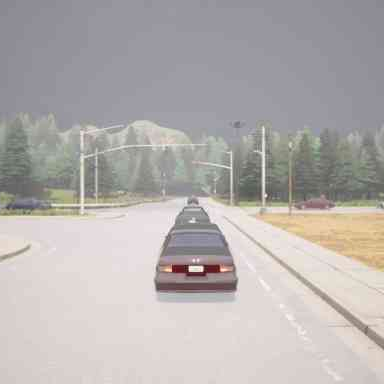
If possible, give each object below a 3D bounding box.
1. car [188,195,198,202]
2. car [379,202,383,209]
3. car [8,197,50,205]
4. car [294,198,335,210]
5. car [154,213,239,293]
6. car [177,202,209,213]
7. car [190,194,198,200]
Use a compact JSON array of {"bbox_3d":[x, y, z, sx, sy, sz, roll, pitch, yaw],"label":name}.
[{"bbox_3d":[0.152,1.499,60.004,1.895,1.301,4.718,0,0,0],"label":"car"},{"bbox_3d":[25.042,1.391,40.014,4.674,1.442,1.812,0,0,1],"label":"car"},{"bbox_3d":[-18.041,1.386,37.140,4.553,1.767,2.097,0,0,1],"label":"car"},{"bbox_3d":[14.763,1.430,40.209,4.674,1.442,1.812,0,0,1],"label":"car"},{"bbox_3d":[0.085,1.535,8.971,2.033,1.411,5.357,0,0,0],"label":"car"},{"bbox_3d":[0.067,1.530,19.578,1.994,1.385,4.181,0,0,1],"label":"car"},{"bbox_3d":[0.626,1.394,91.841,1.994,1.385,4.181,0,0,2],"label":"car"}]
